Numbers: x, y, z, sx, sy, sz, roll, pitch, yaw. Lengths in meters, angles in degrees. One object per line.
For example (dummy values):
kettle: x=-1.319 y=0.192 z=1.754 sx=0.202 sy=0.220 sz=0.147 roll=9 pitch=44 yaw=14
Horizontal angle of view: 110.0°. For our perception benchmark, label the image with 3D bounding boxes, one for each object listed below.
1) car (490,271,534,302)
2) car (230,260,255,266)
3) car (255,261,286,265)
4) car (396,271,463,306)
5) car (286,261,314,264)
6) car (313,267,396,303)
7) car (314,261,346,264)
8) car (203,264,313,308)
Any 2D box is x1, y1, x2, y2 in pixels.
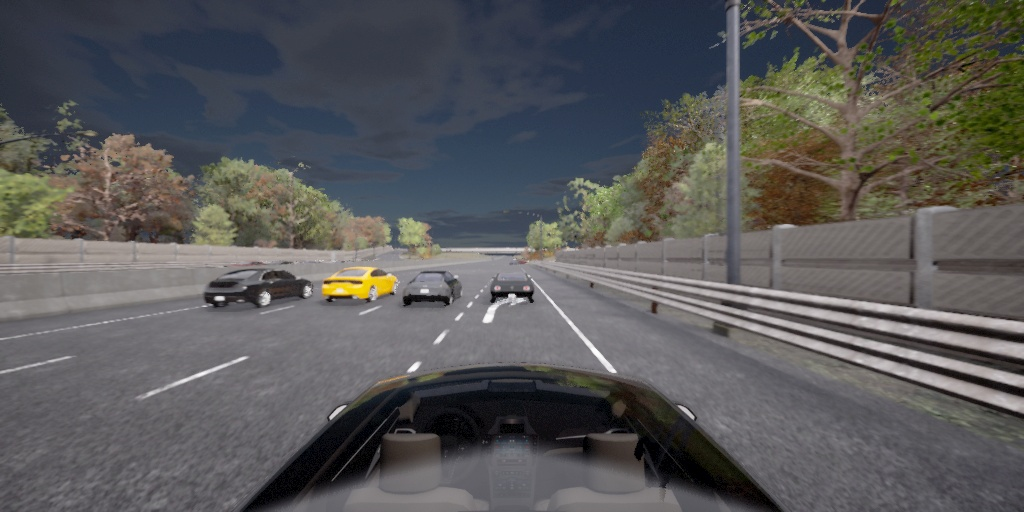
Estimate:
car: x=0.007 y=1.373 z=17.084 sx=1.895 sy=1.301 sz=4.718 roll=0 pitch=0 yaw=0
car: x=-31.532 y=1.287 z=42.921 sx=1.882 sy=1.535 sz=5.008 roll=0 pitch=0 yaw=1
car: x=-28.035 y=1.318 z=43.301 sx=1.837 sy=1.490 sz=4.892 roll=0 pitch=0 yaw=1
car: x=-3.391 y=1.332 z=15.933 sx=1.994 sy=1.385 sz=4.181 roll=0 pitch=0 yaw=0
car: x=-24.538 y=1.309 z=43.569 sx=2.128 sy=1.511 sz=4.902 roll=0 pitch=0 yaw=1
car: x=-6.892 y=1.244 z=16.828 sx=1.882 sy=1.535 sz=5.008 roll=0 pitch=0 yaw=0
car: x=-21.038 y=1.366 z=43.139 sx=2.033 sy=1.411 sz=5.357 roll=0 pitch=0 yaw=1
car: x=-10.395 y=1.266 z=15.179 sx=1.837 sy=1.490 sz=4.892 roll=0 pitch=0 yaw=0
